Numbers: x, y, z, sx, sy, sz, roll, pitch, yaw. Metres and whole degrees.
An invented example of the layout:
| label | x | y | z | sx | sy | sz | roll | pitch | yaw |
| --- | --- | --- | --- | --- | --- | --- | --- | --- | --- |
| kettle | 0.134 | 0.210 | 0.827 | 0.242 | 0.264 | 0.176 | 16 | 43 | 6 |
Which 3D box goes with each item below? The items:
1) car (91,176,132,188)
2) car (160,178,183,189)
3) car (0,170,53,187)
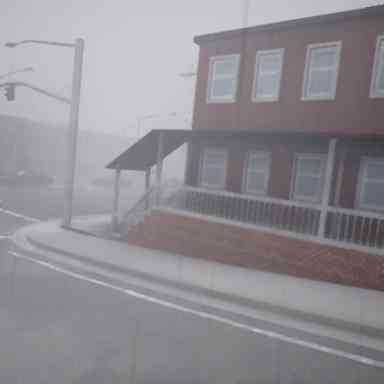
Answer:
| label | x | y | z | sx | sy | sz | roll | pitch | yaw |
| --- | --- | --- | --- | --- | --- | --- | --- | --- | --- |
| car | -9.146 | -1.207 | 38.032 | 1.895 | 1.301 | 4.718 | 9 | 5 | 36 |
| car | -2.975 | -1.253 | 46.587 | 2.033 | 1.411 | 5.357 | 9 | 5 | 35 |
| car | -14.915 | -1.288 | 30.006 | 1.812 | 1.442 | 4.674 | 9 | 5 | 36 |
